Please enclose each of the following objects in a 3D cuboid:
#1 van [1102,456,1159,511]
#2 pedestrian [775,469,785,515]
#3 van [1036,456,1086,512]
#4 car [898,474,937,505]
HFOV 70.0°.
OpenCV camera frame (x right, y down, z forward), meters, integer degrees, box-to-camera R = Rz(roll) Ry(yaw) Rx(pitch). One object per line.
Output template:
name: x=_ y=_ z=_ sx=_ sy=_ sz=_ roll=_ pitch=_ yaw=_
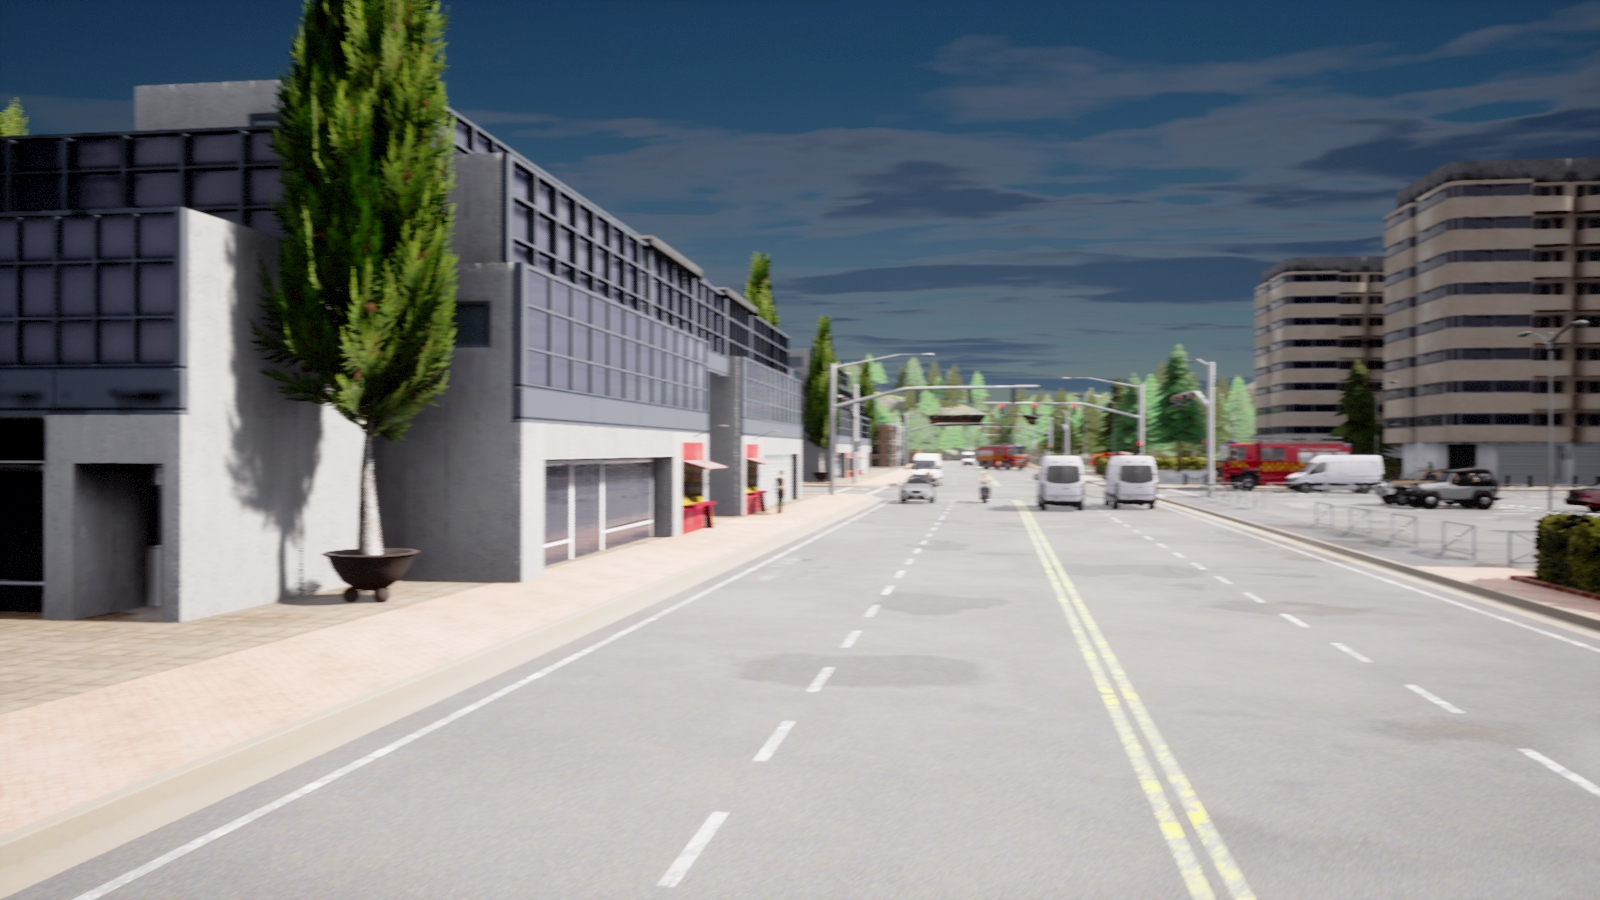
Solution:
van: x=16.296 y=1.573 z=56.556 sx=1.988 sy=2.561 sz=5.915 roll=0 pitch=0 yaw=9
pedestrian: x=-0.817 y=1.695 z=46.613 sx=0.375 sy=1.860 sz=0.375 roll=0 pitch=0 yaw=9
van: x=12.521 y=1.564 z=55.122 sx=1.988 sy=2.561 sz=5.915 roll=0 pitch=0 yaw=9
car: x=6.267 y=2.081 z=60.582 sx=1.816 sy=1.474 sz=4.193 roll=0 pitch=0 yaw=9
